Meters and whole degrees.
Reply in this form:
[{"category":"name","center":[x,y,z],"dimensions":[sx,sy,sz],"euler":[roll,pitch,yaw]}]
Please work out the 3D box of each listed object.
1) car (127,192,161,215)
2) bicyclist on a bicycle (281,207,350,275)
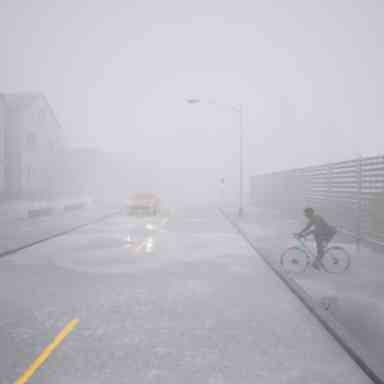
[{"category":"car","center":[-3.670,0.803,26.019],"dimensions":[2.097,1.767,4.553],"euler":[0,1,1]},{"category":"bicyclist on a bicycle","center":[2.933,1.187,7.900],"dimensions":[1.656,1.620,0.582],"euler":[0,1,1]}]
